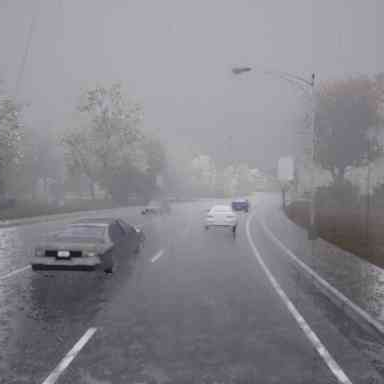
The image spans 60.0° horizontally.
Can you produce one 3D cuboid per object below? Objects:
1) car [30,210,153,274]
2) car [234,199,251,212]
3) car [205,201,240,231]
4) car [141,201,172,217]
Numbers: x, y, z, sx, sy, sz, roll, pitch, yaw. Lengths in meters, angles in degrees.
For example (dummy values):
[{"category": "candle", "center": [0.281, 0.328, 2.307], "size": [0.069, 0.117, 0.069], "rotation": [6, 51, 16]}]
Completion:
[{"category": "car", "center": [-2.885, 1.539, 10.511], "size": [2.033, 1.411, 5.357], "rotation": [0, 0, 5]}, {"category": "car", "center": [5.688, 1.502, 38.482], "size": [1.882, 1.535, 5.008], "rotation": [0, 0, 15]}, {"category": "car", "center": [1.887, 1.535, 20.849], "size": [1.812, 1.442, 4.674], "rotation": [0, 0, 8]}, {"category": "car", "center": [-3.368, 1.550, 31.714], "size": [1.994, 1.385, 4.181], "rotation": [0, 0, 13]}]
